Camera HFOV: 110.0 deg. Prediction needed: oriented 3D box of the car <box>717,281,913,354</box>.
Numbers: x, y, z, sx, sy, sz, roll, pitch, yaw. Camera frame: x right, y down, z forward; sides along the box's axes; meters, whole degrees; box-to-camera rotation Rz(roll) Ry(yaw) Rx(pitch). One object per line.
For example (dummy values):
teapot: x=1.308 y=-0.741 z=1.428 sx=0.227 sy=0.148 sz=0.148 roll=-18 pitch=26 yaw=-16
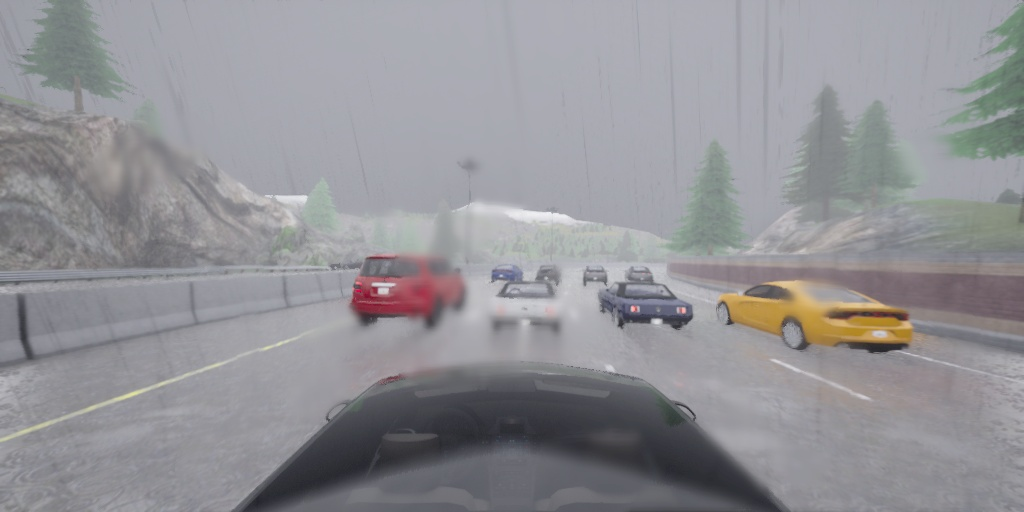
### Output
car: x=7.428 y=1.407 z=9.556 sx=1.882 sy=1.535 sz=5.008 roll=1 pitch=0 yaw=4

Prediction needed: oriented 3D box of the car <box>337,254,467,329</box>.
car: x=-2.959 y=0.976 z=11.528 sx=2.150 sy=2.045 sz=5.566 roll=1 pitch=0 yaw=4

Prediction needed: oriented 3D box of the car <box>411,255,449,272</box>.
car: x=-8.940 y=0.821 z=39.550 sx=2.097 sy=1.767 sz=4.553 roll=1 pitch=0 yaw=15

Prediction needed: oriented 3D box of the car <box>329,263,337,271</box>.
car: x=-19.107 y=1.046 z=42.192 sx=1.895 sy=1.301 sz=4.718 roll=1 pitch=0 yaw=15

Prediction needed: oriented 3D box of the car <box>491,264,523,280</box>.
car: x=-0.306 y=1.387 z=29.676 sx=1.882 sy=1.535 sz=5.008 roll=1 pitch=0 yaw=12

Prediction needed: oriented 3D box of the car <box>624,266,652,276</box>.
car: x=10.454 y=1.595 z=29.770 sx=2.128 sy=1.511 sz=4.902 roll=1 pitch=0 yaw=13

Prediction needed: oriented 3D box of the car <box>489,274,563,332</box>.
car: x=0.518 y=1.416 z=11.183 sx=1.895 sy=1.301 sz=4.718 roll=1 pitch=0 yaw=4

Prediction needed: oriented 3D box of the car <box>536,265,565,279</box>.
car: x=3.067 y=1.469 z=28.742 sx=1.837 sy=1.490 sz=4.892 roll=1 pitch=0 yaw=12

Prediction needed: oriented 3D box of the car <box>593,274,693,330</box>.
car: x=4.079 y=1.484 z=11.826 sx=1.895 sy=1.301 sz=4.718 roll=1 pitch=0 yaw=5

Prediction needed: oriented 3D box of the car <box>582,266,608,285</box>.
car: x=6.749 y=1.525 z=29.209 sx=2.128 sy=1.511 sz=4.902 roll=1 pitch=0 yaw=12
